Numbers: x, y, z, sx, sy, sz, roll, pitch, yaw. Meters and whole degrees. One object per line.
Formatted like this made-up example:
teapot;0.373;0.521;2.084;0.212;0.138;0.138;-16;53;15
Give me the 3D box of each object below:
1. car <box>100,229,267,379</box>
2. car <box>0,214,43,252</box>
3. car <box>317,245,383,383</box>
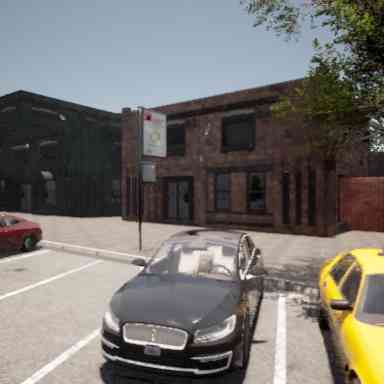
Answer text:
car;0.227;1.472;5.933;2.231;1.521;4.892;1;0;16
car;-7.098;1.467;11.163;2.002;1.452;4.674;1;0;16
car;2.616;1.480;4.005;1.946;1.575;5.366;1;0;16
